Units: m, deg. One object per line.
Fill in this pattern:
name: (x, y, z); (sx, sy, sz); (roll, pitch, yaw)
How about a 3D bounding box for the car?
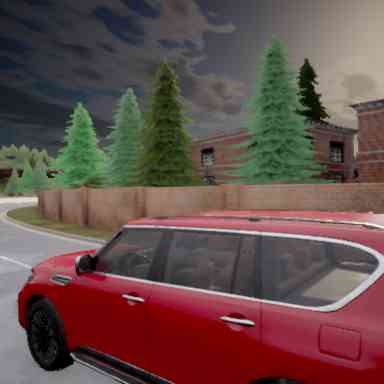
car: (0.148, 1.234, 3.980); (5.566, 2.045, 2.150); (-1, 0, 37)
